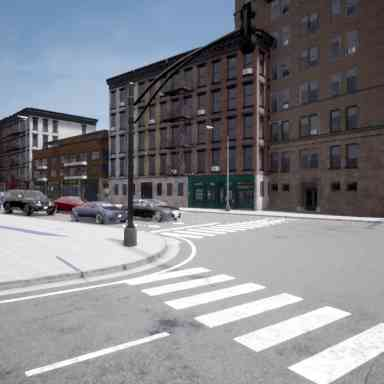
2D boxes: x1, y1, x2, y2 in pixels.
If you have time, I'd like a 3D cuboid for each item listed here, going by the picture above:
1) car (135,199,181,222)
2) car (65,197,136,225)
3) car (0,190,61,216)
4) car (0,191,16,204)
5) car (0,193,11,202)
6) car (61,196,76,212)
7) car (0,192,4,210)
[{"bbox_3d":[-2.948,1.239,23.445,4.902,1.511,2.128,1,0,38],"label":"car"},{"bbox_3d":[-6.030,1.281,21.719,4.181,1.385,1.994,1,0,37],"label":"car"},{"bbox_3d":[-13.540,0.839,27.610,5.566,2.045,2.150,1,0,39],"label":"car"},{"bbox_3d":[-27.611,0.786,48.214,4.553,1.767,2.097,1,0,41],"label":"car"},{"bbox_3d":[-33.169,0.897,57.589,4.674,1.442,1.812,1,0,43],"label":"car"},{"bbox_3d":[-10.399,1.125,29.266,5.008,1.535,1.882,1,0,39],"label":"car"},{"bbox_3d":[-21.149,0.876,33.850,4.553,1.767,2.097,1,0,40],"label":"car"}]
